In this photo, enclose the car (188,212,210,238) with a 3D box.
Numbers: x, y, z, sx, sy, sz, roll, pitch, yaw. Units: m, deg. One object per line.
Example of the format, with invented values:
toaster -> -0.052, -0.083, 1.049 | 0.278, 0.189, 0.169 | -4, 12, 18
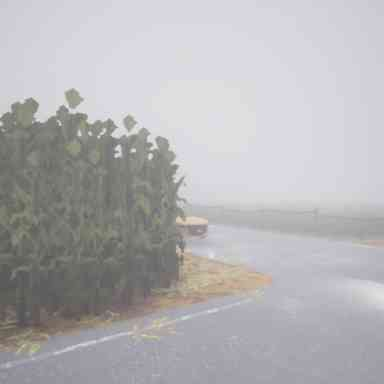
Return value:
car -> -1.117, 1.477, 16.945 | 1.882, 1.535, 5.008 | 0, 0, -35
